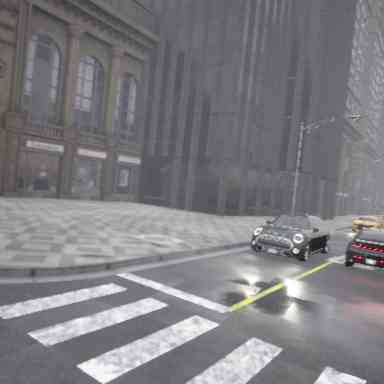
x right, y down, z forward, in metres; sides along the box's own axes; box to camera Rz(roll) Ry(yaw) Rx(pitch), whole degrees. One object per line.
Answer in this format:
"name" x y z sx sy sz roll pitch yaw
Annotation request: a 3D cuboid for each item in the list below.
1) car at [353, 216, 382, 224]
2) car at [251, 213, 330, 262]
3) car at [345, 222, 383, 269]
"car" 16.099 2.942 30.400 1.882 1.535 5.008 7 1 36
"car" 4.313 1.706 14.040 2.097 1.767 4.553 7 1 36
"car" 7.443 2.232 13.136 1.837 1.490 4.892 7 1 36
